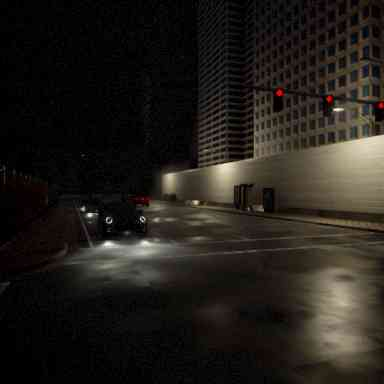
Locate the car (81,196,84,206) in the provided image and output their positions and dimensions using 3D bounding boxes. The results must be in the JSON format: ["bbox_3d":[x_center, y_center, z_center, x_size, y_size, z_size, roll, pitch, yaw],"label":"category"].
[{"bbox_3d":[-16.023,1.299,51.280,1.882,1.535,5.008,0,0,-20],"label":"car"}]

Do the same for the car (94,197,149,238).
[{"bbox_3d":[-3.745,1.305,17.432,2.097,1.767,4.553,0,0,-20],"label":"car"}]

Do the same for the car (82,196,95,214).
[{"bbox_3d":[-10.334,1.473,35.447,2.033,1.411,5.357,0,0,-20],"label":"car"}]

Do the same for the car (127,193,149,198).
[{"bbox_3d":[-7.796,1.142,49.339,2.150,2.045,5.566,0,0,-18],"label":"car"}]
